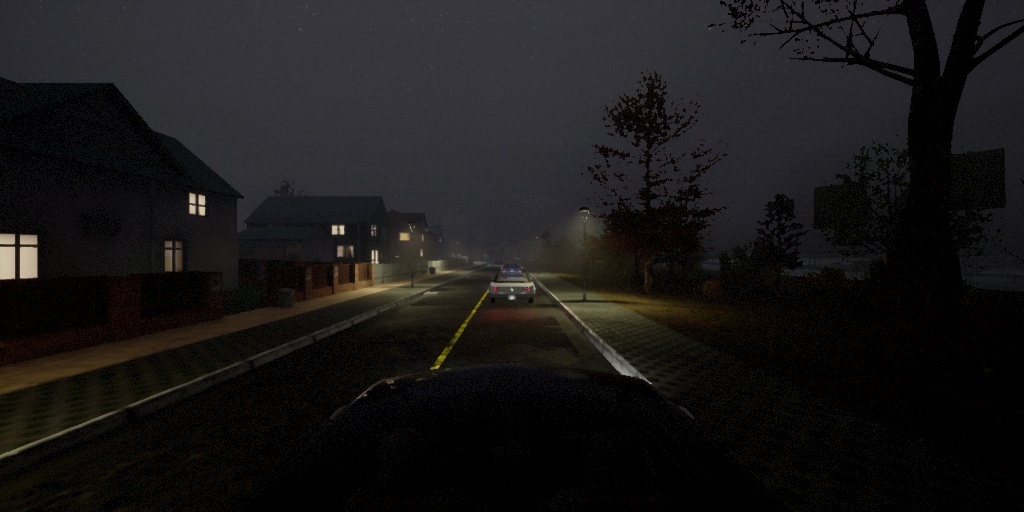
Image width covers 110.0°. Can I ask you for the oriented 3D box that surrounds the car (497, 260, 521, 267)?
[{"bbox_3d":[0.000,1.307,31.499,2.033,1.411,5.357,0,0,0],"label":"car"}]

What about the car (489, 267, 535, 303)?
[{"bbox_3d":[0.000,1.367,16.530,1.895,1.301,4.718,0,0,0],"label":"car"}]
